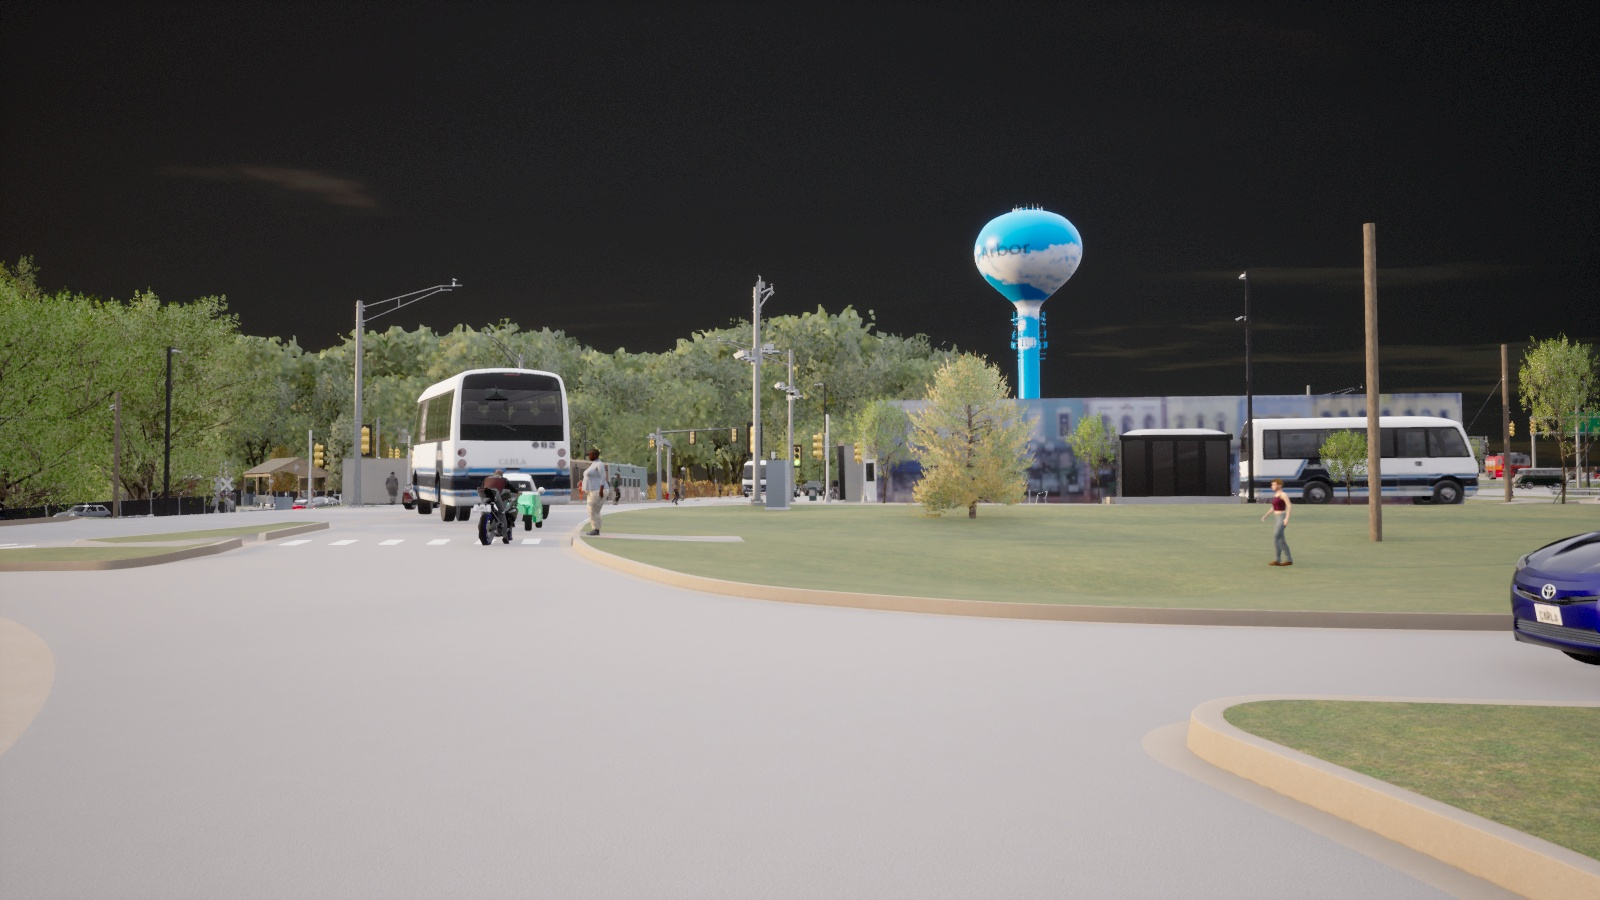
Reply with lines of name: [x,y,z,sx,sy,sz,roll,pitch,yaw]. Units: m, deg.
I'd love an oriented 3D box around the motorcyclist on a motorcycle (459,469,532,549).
motorcyclist on a motorcycle: [-6.116,1.153,25.371,0.866,1.530,2.191,0,-1,2]

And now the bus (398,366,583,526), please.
bus: [-9.871,-0.054,38.898,3.944,4.253,10.273,0,-1,-23]

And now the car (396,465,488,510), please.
car: [-13.710,1.434,48.391,2.033,1.649,4.856,0,-2,2]

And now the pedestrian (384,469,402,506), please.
pedestrian: [-21.863,2.029,67.479,0.659,1.952,0.873,0,-3,-1]

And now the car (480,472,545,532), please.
car: [-7.038,1.252,30.900,1.481,1.376,2.207,0,-1,-11]

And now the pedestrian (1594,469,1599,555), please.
pedestrian: [17.753,1.328,26.941,0.900,1.855,0.874,0,-3,8]

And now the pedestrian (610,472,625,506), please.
pedestrian: [-10.471,2.234,72.085,0.788,1.949,0.423,-1,-3,12]

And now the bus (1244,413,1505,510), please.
bus: [26.555,0.641,58.628,10.273,4.253,3.944,-1,-3,8]

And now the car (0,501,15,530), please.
car: [-52.346,4.215,79.885,1.905,1.878,3.866,-1,-1,14]

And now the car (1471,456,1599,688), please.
car: [7.530,0.823,8.827,4.514,1.525,2.007,0,-2,2]

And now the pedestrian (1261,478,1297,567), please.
pedestrian: [9.966,1.508,26.126,0.594,1.836,0.345,0,-3,1]

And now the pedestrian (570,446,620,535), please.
pedestrian: [-4.340,0.867,26.588,0.900,1.855,0.874,1,-3,-19]
